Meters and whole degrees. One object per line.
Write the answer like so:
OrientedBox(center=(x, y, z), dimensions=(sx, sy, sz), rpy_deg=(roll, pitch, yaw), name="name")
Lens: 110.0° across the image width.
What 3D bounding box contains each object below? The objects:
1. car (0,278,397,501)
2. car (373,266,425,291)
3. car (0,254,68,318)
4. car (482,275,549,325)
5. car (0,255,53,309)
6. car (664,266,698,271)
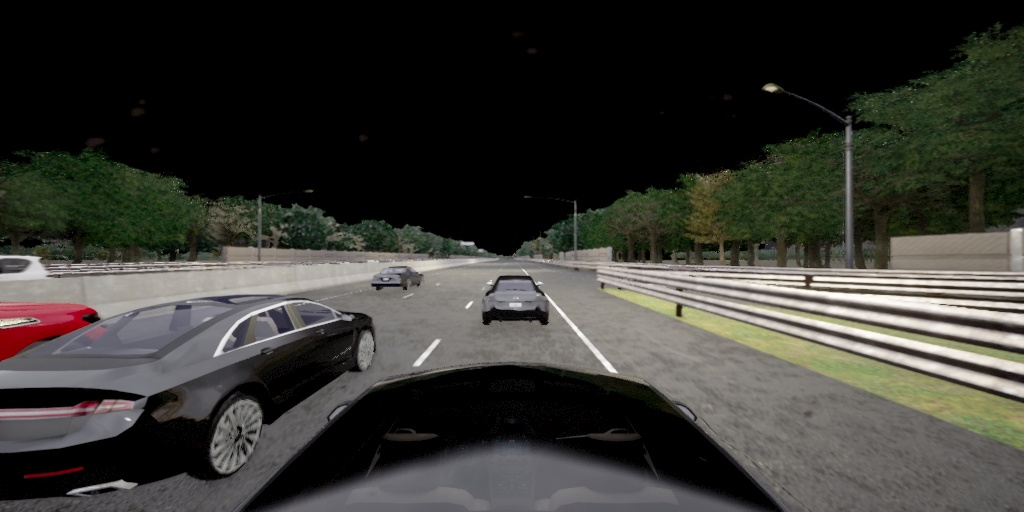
OrientedBox(center=(-3.400, 1.242, 4.668), dimensions=(2.128, 1.511, 4.902), rpy_deg=(0, 0, 0), name="car")
OrientedBox(center=(-6.904, 1.323, 22.138), dimensions=(2.033, 1.411, 5.357), rpy_deg=(0, 0, 0), name="car")
OrientedBox(center=(-17.588, 0.976, 10.543), dimensions=(2.150, 2.045, 5.566), rpy_deg=(0, 0, 0), name="car")
OrientedBox(center=(0.099, 1.321, 11.900), dimensions=(1.994, 1.385, 4.181), rpy_deg=(0, 0, 0), name="car")
OrientedBox(center=(-6.900, 0.972, 2.855), dimensions=(2.150, 2.045, 5.566), rpy_deg=(0, 0, 0), name="car")
OrientedBox(center=(11.613, 1.431, 25.446), dimensions=(1.812, 1.442, 4.674), rpy_deg=(1, 0, -24), name="car")
